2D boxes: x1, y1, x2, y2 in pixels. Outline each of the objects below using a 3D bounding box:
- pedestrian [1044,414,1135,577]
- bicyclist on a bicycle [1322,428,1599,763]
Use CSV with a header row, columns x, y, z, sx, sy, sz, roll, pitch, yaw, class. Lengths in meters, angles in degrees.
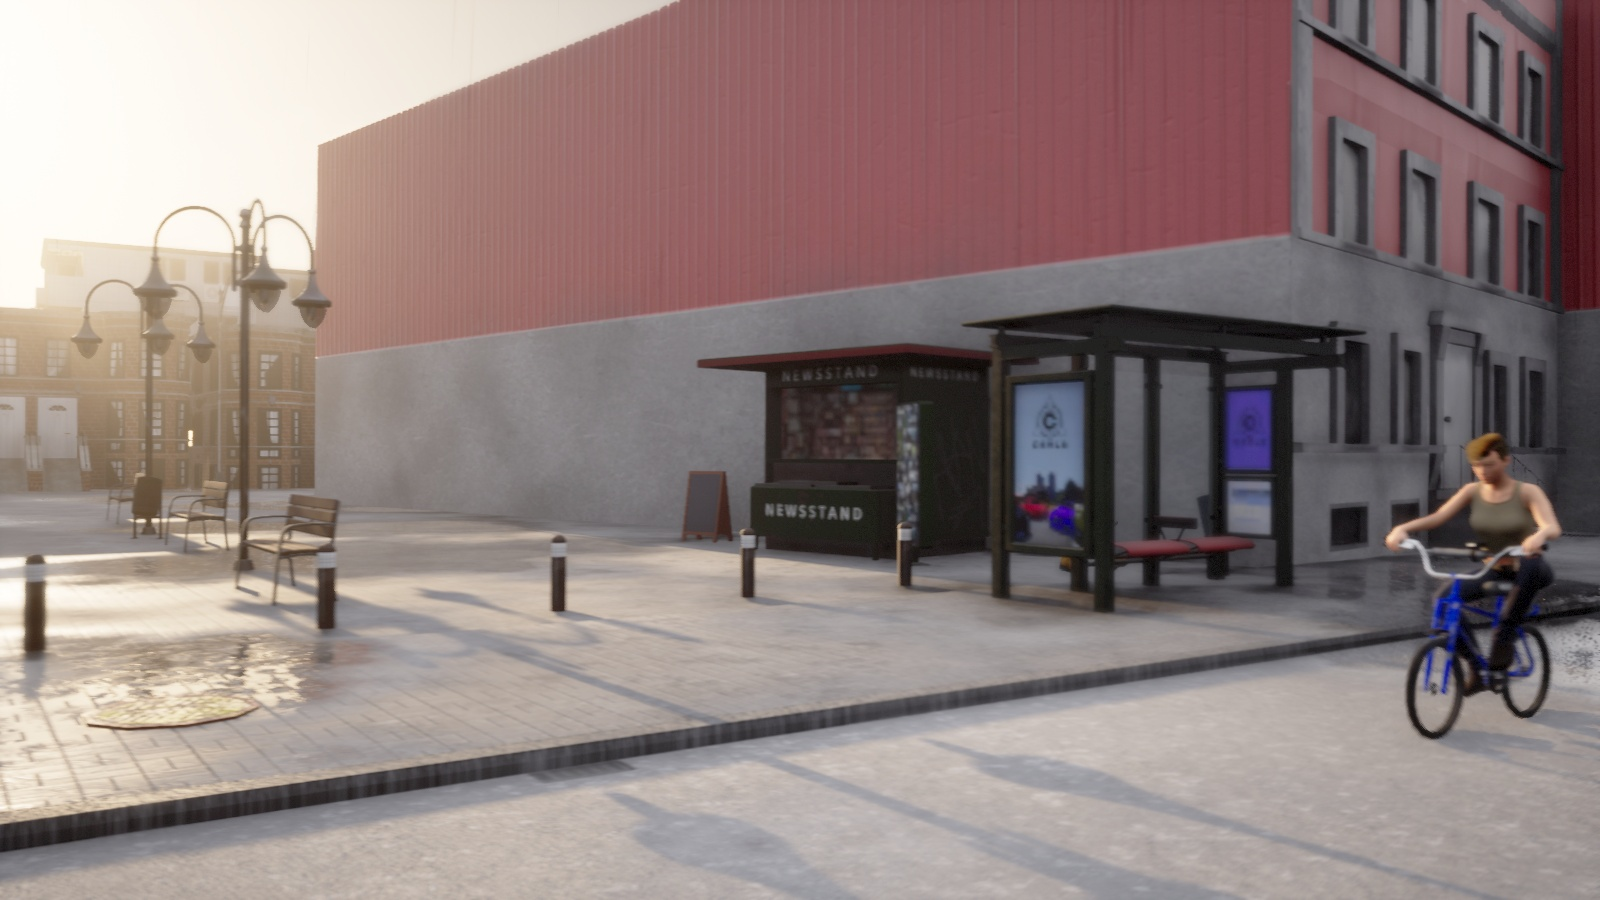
x,y,z,sx,sy,sz,roll,pitch,yaw,class
3.561,0.544,15.463,0.873,1.952,0.659,0,0,-18,pedestrian
3.679,0.700,6.826,1.509,1.612,0.866,0,0,-35,bicyclist on a bicycle
